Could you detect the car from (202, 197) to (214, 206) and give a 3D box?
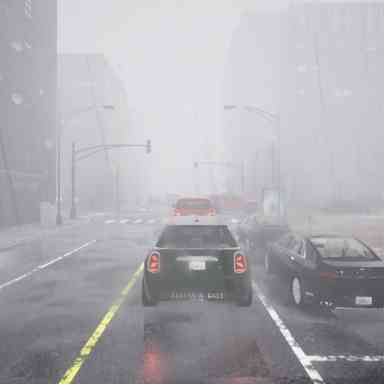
[{"bbox_3d":[2.700,1.603,56.988,1.802,1.307,4.206,1,0,0],"label":"car"}]

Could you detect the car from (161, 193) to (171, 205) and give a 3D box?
[{"bbox_3d":[-3.121,1.235,51.102,2.150,2.045,5.566,0,1,0],"label":"car"}]

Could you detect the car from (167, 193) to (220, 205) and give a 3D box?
[{"bbox_3d":[0.087,1.228,17.622,2.150,2.045,5.566,0,0,0],"label":"car"}]

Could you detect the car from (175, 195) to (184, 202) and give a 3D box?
[{"bbox_3d":[-3.001,1.554,80.673,2.128,1.511,4.902,0,0,0],"label":"car"}]

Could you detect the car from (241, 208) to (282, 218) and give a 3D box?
[{"bbox_3d":[2.830,1.555,13.224,2.008,1.369,4.403,1,0,0],"label":"car"}]

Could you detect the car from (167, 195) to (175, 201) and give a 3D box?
[{"bbox_3d":[-5.681,1.603,90.454,1.947,1.339,4.313,1,0,0],"label":"car"}]

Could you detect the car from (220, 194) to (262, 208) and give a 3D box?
[{"bbox_3d":[4.167,1.178,33.437,5.566,2.045,2.150,-1,0,26],"label":"car"}]

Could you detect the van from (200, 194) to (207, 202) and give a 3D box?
[{"bbox_3d":[2.702,1.373,79.274,1.690,1.788,3.998,1,0,0],"label":"van"}]

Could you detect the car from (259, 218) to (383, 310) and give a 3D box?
[{"bbox_3d":[2.831,1.553,7.654,2.008,1.369,4.403,1,0,0],"label":"car"}]

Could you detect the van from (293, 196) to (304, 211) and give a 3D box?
[{"bbox_3d":[13.763,1.296,38.237,3.998,1.788,1.690,0,0,0],"label":"van"}]

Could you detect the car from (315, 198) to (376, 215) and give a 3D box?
[{"bbox_3d":[13.703,1.413,29.856,4.206,1.307,1.802,0,0,0],"label":"car"}]

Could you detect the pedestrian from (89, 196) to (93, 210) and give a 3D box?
[{"bbox_3d":[-12.529,1.348,41.381,0.375,1.860,0.375,0,0,0],"label":"pedestrian"}]

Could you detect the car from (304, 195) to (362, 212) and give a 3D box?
[{"bbox_3d":[14.997,1.412,35.645,4.892,1.490,1.837,-1,-1,0],"label":"car"}]

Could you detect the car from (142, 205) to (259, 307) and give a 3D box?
[{"bbox_3d":[0.100,1.354,8.152,2.097,1.767,4.553,0,0,0],"label":"car"}]

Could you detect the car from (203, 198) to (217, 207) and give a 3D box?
[{"bbox_3d":[2.700,1.585,51.417,1.947,1.339,4.313,1,0,0],"label":"car"}]

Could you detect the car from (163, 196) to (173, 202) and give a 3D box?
[{"bbox_3d":[-5.680,1.598,79.312,1.947,1.339,4.313,1,0,0],"label":"car"}]

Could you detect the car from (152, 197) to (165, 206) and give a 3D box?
[{"bbox_3d":[-5.680,1.566,57.028,1.887,1.381,4.507,1,0,0],"label":"car"}]

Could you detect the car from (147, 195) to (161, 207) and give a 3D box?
[{"bbox_3d":[-5.676,1.334,51.457,2.192,1.841,5.009,1,0,0],"label":"car"}]

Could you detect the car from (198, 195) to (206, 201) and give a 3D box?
[{"bbox_3d":[2.700,1.582,90.414,1.887,1.381,4.507,1,0,0],"label":"car"}]

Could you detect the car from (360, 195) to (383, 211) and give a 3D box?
[{"bbox_3d":[19.290,1.228,38.198,5.009,1.841,2.192,0,0,0],"label":"car"}]

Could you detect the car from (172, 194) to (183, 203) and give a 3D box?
[{"bbox_3d":[-3.002,1.378,68.660,2.097,1.767,4.553,0,0,0],"label":"car"}]
